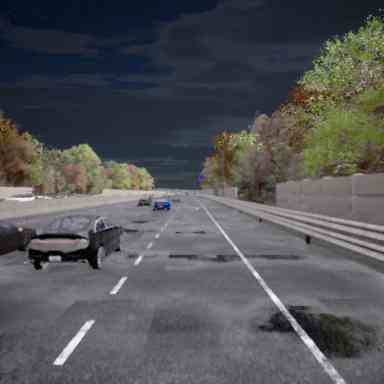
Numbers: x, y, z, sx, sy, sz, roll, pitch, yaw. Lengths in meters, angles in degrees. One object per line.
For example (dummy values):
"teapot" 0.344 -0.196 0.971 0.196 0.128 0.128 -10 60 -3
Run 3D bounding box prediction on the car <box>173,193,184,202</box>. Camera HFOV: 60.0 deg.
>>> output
"car" -3.548 1.551 76.067 1.994 1.385 4.181 0 0 0

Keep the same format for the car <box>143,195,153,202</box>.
"car" -10.550 1.475 79.900 1.882 1.535 5.008 0 0 0

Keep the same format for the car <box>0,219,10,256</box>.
"car" -7.006 1.545 10.766 2.033 1.411 5.357 0 0 0

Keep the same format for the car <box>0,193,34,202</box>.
"car" -24.561 1.213 47.665 2.150 2.045 5.566 0 0 1

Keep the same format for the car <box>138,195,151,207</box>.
"car" -7.031 1.504 50.278 1.837 1.490 4.892 0 0 0

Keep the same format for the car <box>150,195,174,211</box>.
"car" -3.526 1.476 40.120 1.882 1.535 5.008 0 0 0

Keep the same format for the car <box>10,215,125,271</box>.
"car" -3.508 1.490 10.935 2.128 1.511 4.902 0 0 0

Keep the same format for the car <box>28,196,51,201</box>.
"car" -21.066 1.596 47.798 1.895 1.301 4.718 0 0 1
